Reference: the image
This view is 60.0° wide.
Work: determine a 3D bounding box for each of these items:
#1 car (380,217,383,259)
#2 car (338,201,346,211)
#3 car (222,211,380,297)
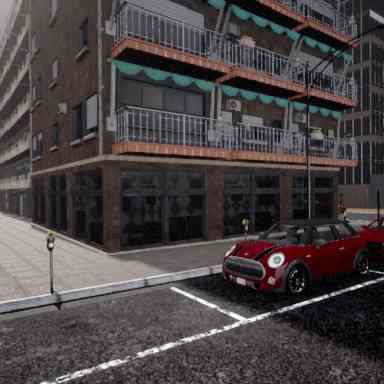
[{"bbox_3d":[7.198,1.543,11.687,4.507,1.381,1.887,0,-1,-35],"label":"car"},{"bbox_3d":[16.482,1.745,40.570,1.967,1.590,4.097,-2,0,-36],"label":"car"},{"bbox_3d":[2.697,1.439,8.485,4.097,1.590,1.967,0,-1,-35],"label":"car"}]
